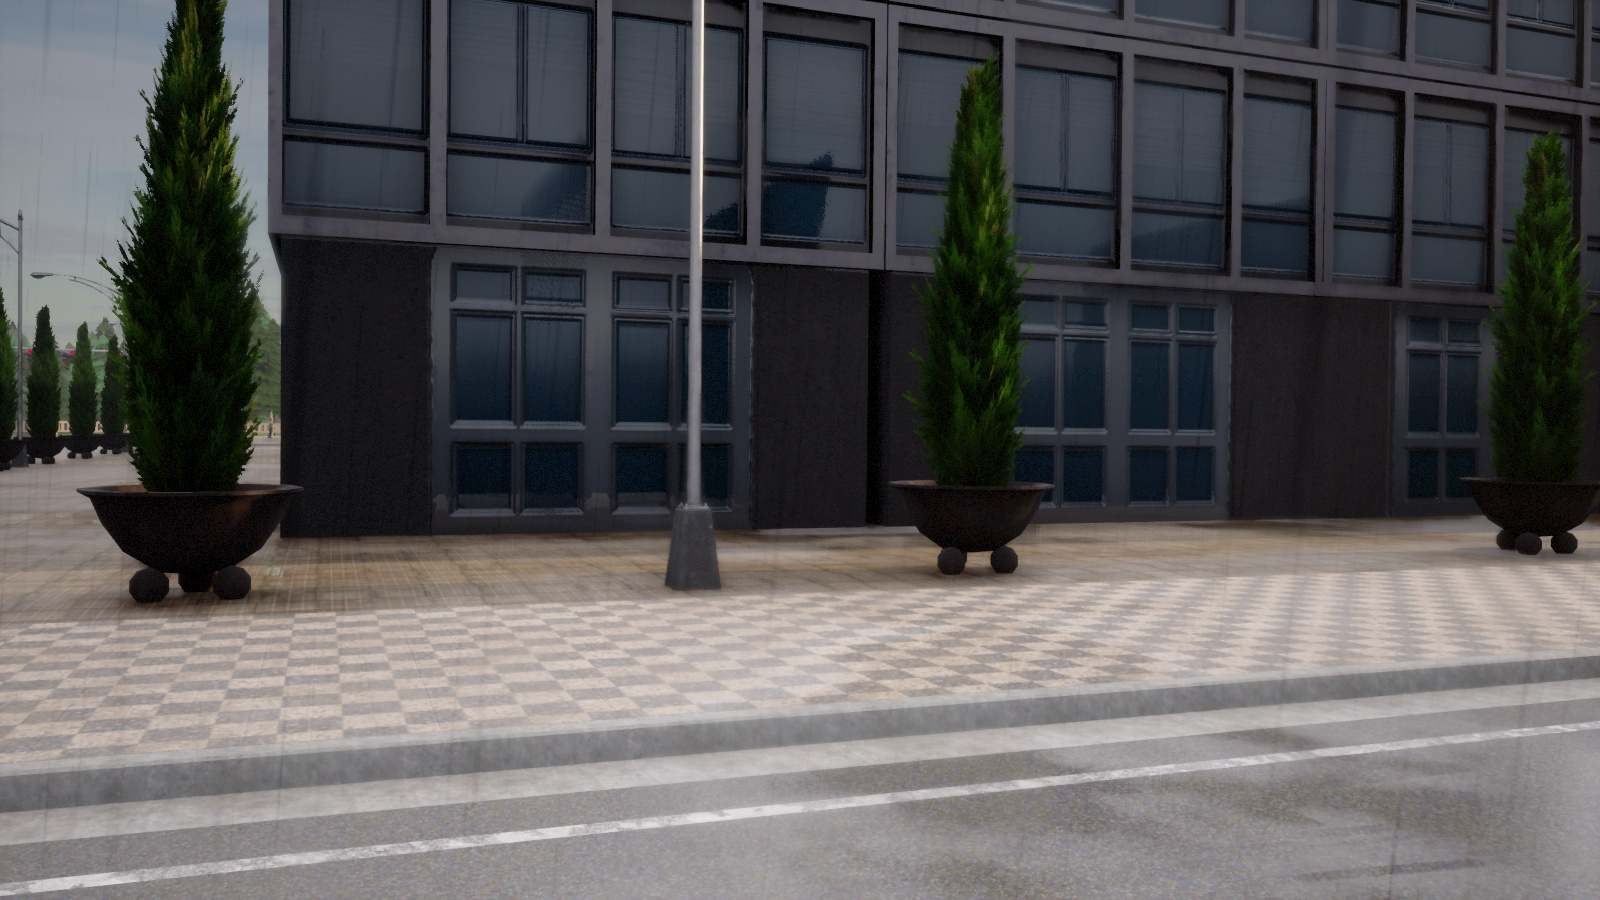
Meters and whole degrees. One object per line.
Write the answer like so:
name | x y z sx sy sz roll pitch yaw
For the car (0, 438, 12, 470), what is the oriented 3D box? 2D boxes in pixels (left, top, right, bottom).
car | -38.497 0.208 58.691 1.837 1.490 4.892 -1 1 -20
